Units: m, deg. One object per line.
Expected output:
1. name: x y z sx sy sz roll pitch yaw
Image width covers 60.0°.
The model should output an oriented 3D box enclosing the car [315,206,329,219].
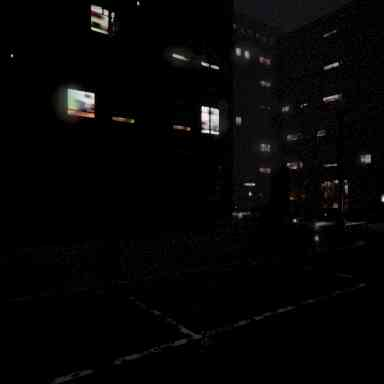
1. car: 8.222 1.317 25.813 1.812 1.442 4.674 0 1 -37

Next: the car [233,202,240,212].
1. car: 2.724 1.166 33.330 1.837 1.490 4.892 0 1 -36

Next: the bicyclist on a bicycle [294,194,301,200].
1. bicyclist on a bicycle: 11.451 1.011 36.190 1.656 1.620 0.582 0 1 -36

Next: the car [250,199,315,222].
1. car: 6.206 1.342 24.168 2.008 1.369 4.403 1 0 -36
